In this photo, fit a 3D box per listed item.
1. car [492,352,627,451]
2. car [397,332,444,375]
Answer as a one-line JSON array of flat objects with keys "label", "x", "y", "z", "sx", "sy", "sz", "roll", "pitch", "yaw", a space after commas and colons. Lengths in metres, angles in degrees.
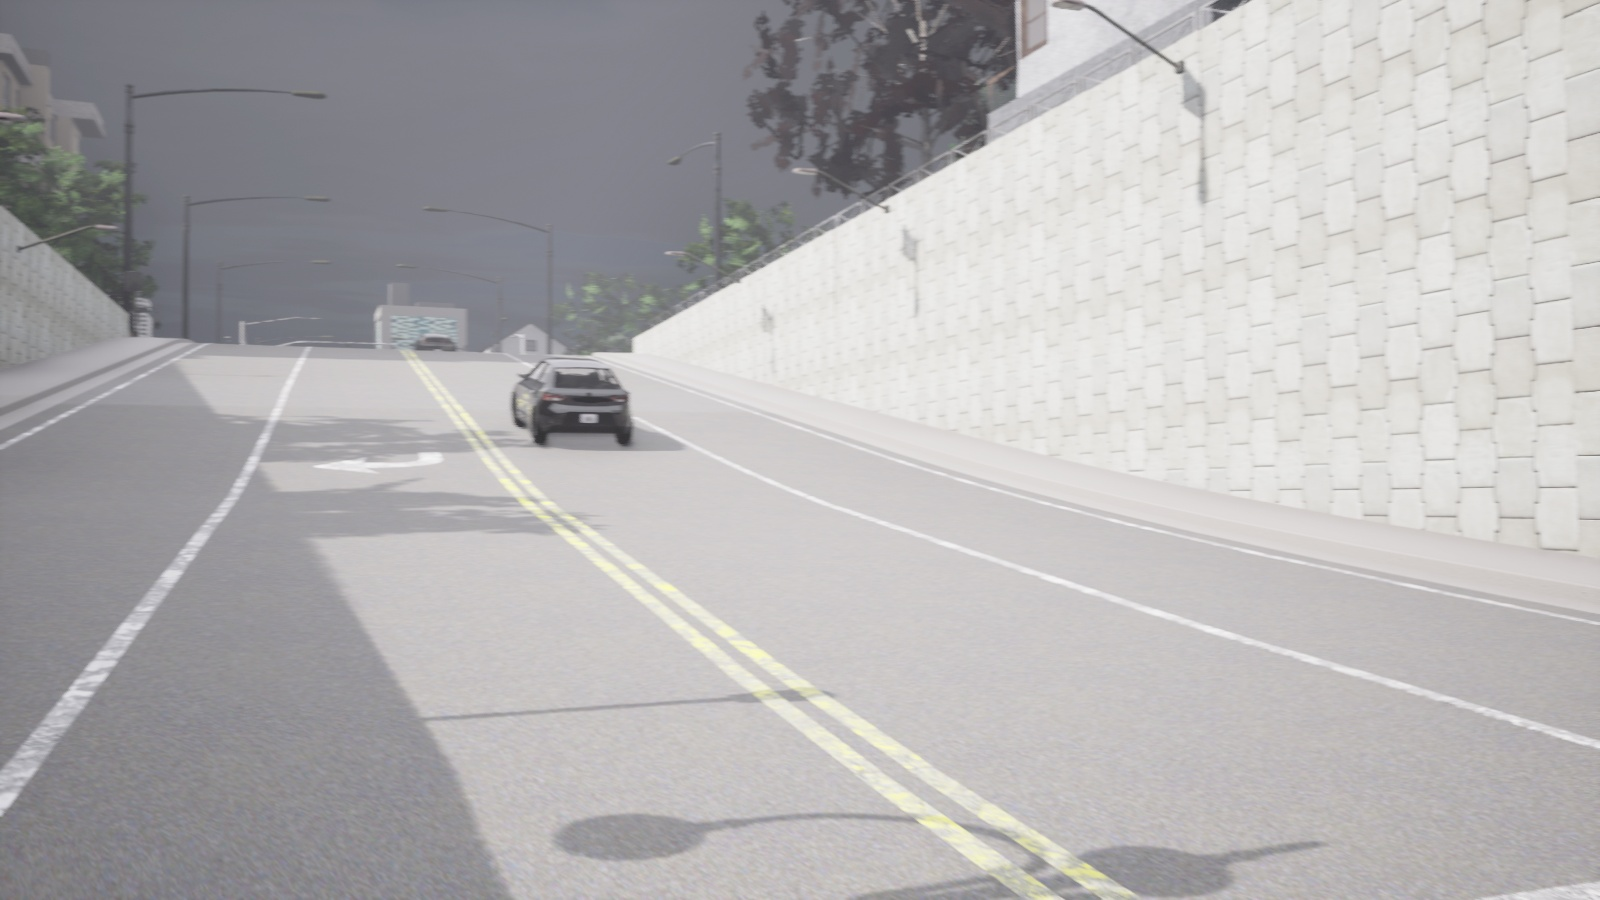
[{"label": "car", "x": -4.668, "y": -0.988, "z": 23.925, "sx": 1.816, "sy": 1.474, "sz": 4.193, "roll": 0, "pitch": 7, "yaw": -21}, {"label": "car", "x": -17.938, "y": -4.525, "z": 59.223, "sx": 1.837, "sy": 1.490, "sz": 4.892, "roll": 0, "pitch": -2, "yaw": -21}]
